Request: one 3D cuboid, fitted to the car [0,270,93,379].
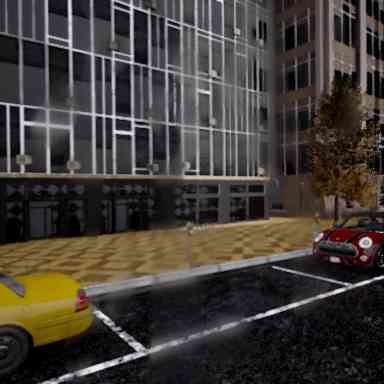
[{"bbox_3d":[-3.710,1.530,3.922,4.829,1.417,1.752,0,0,-35],"label":"car"}]

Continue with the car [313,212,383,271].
[{"bbox_3d":[5.682,1.390,10.622,4.097,1.590,1.967,0,0,-35],"label":"car"}]
